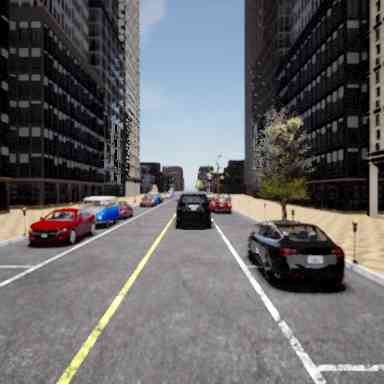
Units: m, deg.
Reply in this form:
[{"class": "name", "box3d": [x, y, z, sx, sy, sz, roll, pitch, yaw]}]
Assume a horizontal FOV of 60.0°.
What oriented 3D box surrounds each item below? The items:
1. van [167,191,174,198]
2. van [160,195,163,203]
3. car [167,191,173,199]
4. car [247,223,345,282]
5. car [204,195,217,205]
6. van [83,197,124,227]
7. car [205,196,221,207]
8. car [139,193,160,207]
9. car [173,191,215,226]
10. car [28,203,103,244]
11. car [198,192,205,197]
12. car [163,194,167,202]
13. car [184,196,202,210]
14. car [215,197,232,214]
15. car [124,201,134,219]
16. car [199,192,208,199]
[{"class": "van", "box3d": [-5.683, 0.639, 89.035, 1.690, 1.788, 3.998, 0, 0, 0]}, {"class": "van", "box3d": [-5.684, 0.961, 49.192, 1.690, 1.788, 3.998, 0, 0, 0]}, {"class": "car", "box3d": [-5.684, 0.918, 77.482, 1.752, 1.417, 4.829, 0, 0, 0]}, {"class": "car", "box3d": [2.694, 1.495, 9.336, 1.947, 1.339, 4.313, 0, 0, 0]}, {"class": "car", "box3d": [2.695, 1.144, 49.348, 1.752, 1.417, 4.829, 0, 0, 0]}, {"class": "van", "box3d": [-5.685, 1.184, 20.732, 1.690, 1.788, 3.998, 0, 0, 0]}, {"class": "car", "box3d": [2.695, 1.247, 43.486, 1.802, 1.307, 4.206, 0, 0, 0]}, {"class": "car", "box3d": [-5.685, 1.105, 43.499, 1.967, 1.590, 4.097, 0, 0, 0]}, {"class": "car", "box3d": [0.102, 1.056, 21.897, 2.150, 2.045, 5.566, 0, 1, 0]}, {"class": "car", "box3d": [-5.686, 1.431, 15.041, 1.887, 1.381, 4.507, 0, 0, 0]}, {"class": "car", "box3d": [2.697, 0.802, 94.712, 2.008, 1.369, 4.403, 0, 0, 0]}, {"class": "car", "box3d": [-5.685, 1.140, 54.885, 1.947, 1.339, 4.313, 0, 0, 0]}, {"class": "car", "box3d": [0.102, 1.243, 39.753, 2.033, 1.411, 5.357, 0, 0, 0]}, {"class": "car", "box3d": [2.696, 1.195, 32.101, 1.967, 1.590, 4.097, 0, 0, 0]}, {"class": "car", "box3d": [-5.686, 1.381, 26.425, 1.802, 1.307, 4.206, 0, 0, 0]}, {"class": "car", "box3d": [2.697, 0.831, 77.635, 1.967, 1.590, 4.097, 0, 0, 0]}]
